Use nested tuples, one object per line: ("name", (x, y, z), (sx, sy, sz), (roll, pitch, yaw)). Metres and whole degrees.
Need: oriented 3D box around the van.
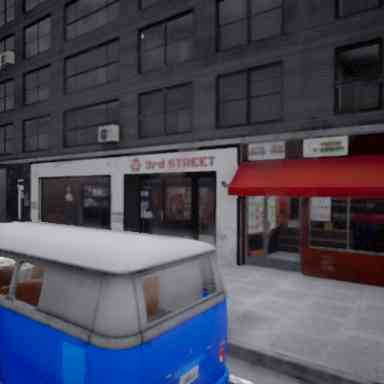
("van", (-1.531, 1.324, 3.902), (3.998, 1.788, 1.690), (0, 0, 36))
